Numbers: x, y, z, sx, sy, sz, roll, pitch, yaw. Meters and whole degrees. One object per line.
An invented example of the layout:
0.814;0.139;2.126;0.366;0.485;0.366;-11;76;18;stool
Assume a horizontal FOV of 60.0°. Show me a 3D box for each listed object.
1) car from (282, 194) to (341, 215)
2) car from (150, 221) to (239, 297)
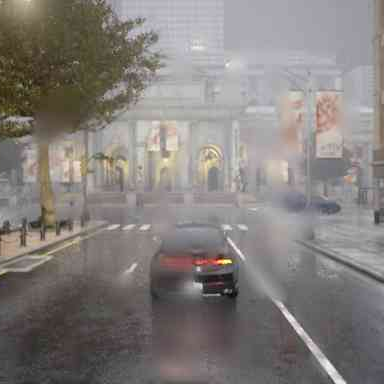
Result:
11.791;1.196;33.050;5.566;2.045;2.150;0;0;1;car
0.060;1.498;8.540;1.837;1.490;4.892;0;0;0;car
